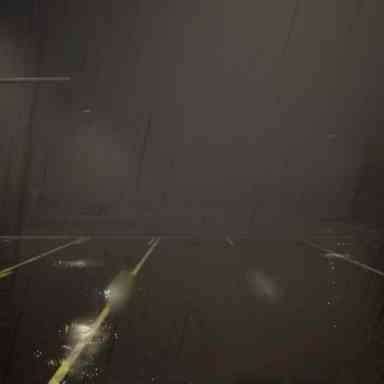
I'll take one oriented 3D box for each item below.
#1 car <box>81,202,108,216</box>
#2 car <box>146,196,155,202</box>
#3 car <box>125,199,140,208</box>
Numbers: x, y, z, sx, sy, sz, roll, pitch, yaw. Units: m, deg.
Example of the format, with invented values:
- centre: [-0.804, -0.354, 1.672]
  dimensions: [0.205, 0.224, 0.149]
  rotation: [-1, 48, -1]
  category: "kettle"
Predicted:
- centre: [-10.480, 1.851, 36.197]
  dimensions: [1.812, 1.442, 4.674]
  rotation: [0, 0, 0]
  category: "car"
- centre: [-10.467, 1.714, 83.890]
  dimensions: [1.994, 1.385, 4.181]
  rotation: [0, 0, 0]
  category: "car"
- centre: [-10.477, 1.950, 58.753]
  dimensions: [1.812, 1.442, 4.674]
  rotation: [0, 0, 0]
  category: "car"
